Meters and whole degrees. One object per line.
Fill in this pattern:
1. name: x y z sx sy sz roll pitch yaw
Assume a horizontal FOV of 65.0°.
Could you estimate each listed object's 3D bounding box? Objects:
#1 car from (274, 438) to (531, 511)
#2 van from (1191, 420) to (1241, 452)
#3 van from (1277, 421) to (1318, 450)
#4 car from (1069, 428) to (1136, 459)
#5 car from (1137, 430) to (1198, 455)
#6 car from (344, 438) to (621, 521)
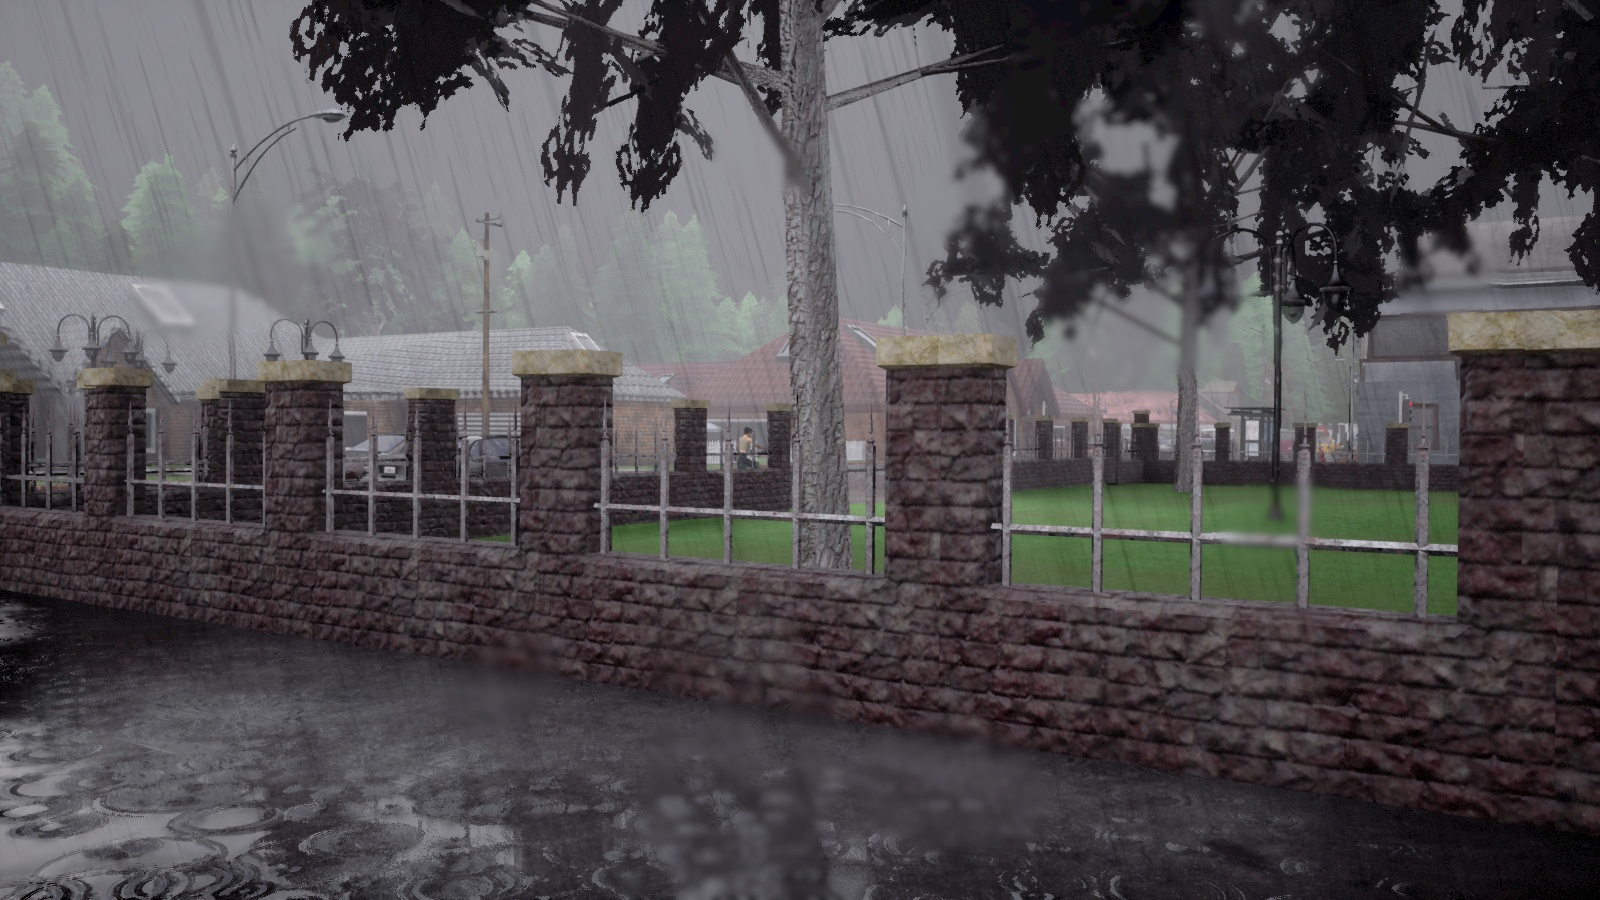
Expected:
1. car: -8.695 0.475 28.017 2.033 1.411 5.357 0 1 33
2. van: 27.777 -0.937 83.716 2.069 2.038 4.480 0 1 33
3. van: 34.197 -1.003 86.217 1.775 1.987 4.442 0 1 33
4. car: 15.789 -0.358 65.409 2.007 1.525 4.514 0 1 33
5. car: 21.926 -0.440 74.777 2.033 1.411 5.357 0 1 33
6. car: -6.040 0.496 24.689 2.033 1.411 5.357 0 1 32
